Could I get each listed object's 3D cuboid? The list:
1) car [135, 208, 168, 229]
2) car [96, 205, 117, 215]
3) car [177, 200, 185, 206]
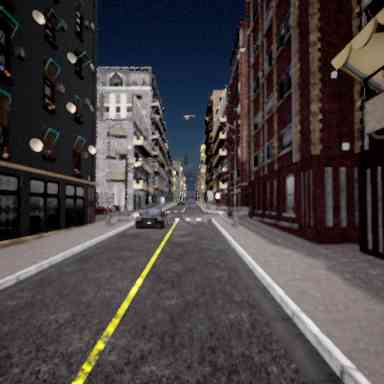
[{"bbox_3d":[-2.804,1.877,23.856,1.994,1.385,4.181,0,-1,1],"label":"car"},{"bbox_3d":[-11.448,2.194,39.472,4.718,1.301,1.895,0,-2,-1],"label":"car"},{"bbox_3d":[-2.776,2.781,84.642,1.994,1.385,4.181,0,-1,0],"label":"car"}]
